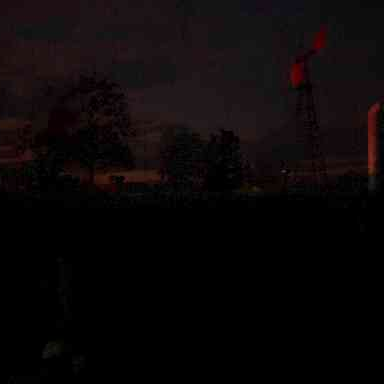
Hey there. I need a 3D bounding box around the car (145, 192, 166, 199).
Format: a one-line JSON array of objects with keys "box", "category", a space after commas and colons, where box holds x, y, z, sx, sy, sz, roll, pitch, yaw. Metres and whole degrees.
[{"box": [-7.156, 0.761, 65.207, 1.882, 1.535, 5.008, 0, 1, 37], "category": "car"}]
